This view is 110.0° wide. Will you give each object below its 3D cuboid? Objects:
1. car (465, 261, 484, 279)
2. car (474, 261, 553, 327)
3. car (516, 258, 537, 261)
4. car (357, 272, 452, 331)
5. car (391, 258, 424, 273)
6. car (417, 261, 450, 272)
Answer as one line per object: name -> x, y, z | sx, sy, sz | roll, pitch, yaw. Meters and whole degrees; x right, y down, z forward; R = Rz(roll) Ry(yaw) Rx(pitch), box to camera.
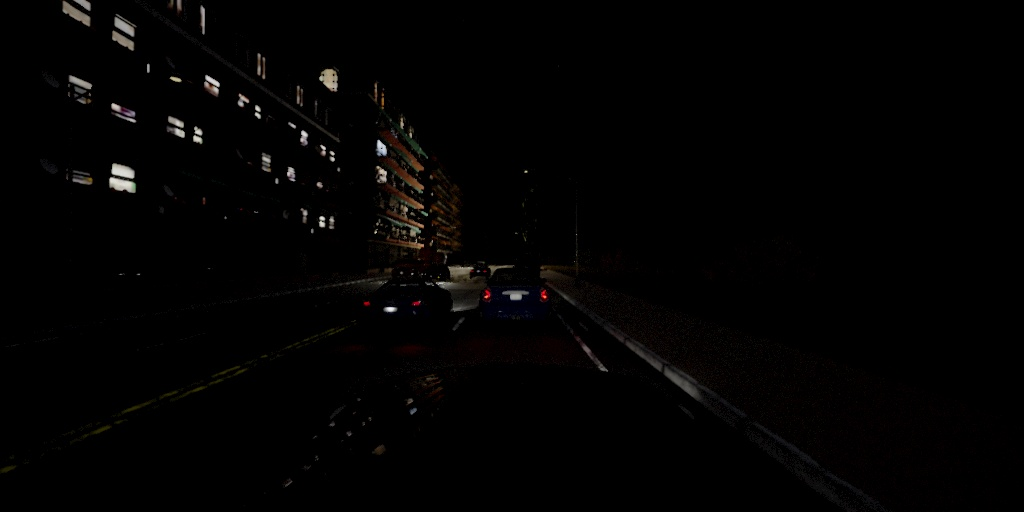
car -> -3.139, 1.512, 36.101 | 2.033, 1.411, 5.357 | 0, 0, 0
car -> 0.102, 1.166, 11.991 | 2.097, 1.767, 4.553 | 0, 0, 0
car -> 1.145, 1.150, 29.624 | 2.150, 2.045, 5.566 | 0, 0, 0
car -> -3.149, 1.374, 11.286 | 1.994, 1.385, 4.181 | 0, 0, 0
car -> -9.842, 1.177, 34.702 | 2.150, 2.045, 5.566 | 0, 0, 0
car -> -6.593, 1.441, 31.510 | 1.837, 1.490, 4.892 | 0, 0, 0
